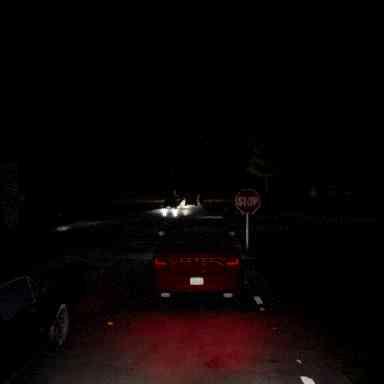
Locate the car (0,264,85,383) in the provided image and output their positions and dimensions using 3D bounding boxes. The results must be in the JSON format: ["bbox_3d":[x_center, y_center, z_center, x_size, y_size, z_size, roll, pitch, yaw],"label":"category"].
[{"bbox_3d":[-2.800,1.598,3.498,1.895,1.301,4.718,0,0,1],"label":"car"}]

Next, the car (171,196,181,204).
[{"bbox_3d":[-3.102,1.501,66.262,1.882,1.535,5.008,0,0,0],"label":"car"}]

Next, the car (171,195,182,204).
[{"bbox_3d":[-3.071,1.361,56.642,2.097,1.767,4.553,0,0,0],"label":"car"}]

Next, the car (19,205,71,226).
[{"bbox_3d":[-11.741,1.705,25.136,5.008,1.535,1.882,-1,1,0],"label":"car"}]

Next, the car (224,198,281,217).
[{"bbox_3d":[5.225,1.316,28.870,4.892,1.490,1.837,-2,1,0],"label":"car"}]

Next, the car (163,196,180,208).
[{"bbox_3d":[-3.015,1.601,46.822,1.895,1.301,4.718,0,0,-1],"label":"car"}]

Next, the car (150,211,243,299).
[{"bbox_3d":[0.121,1.473,8.524,1.882,1.535,5.008,0,0,1],"label":"car"}]

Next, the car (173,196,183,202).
[{"bbox_3d":[-3.177,1.596,76.100,1.994,1.385,4.181,0,0,0],"label":"car"}]

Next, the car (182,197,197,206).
[{"bbox_3d":[-0.158,1.572,55.708,1.994,1.385,4.181,0,0,-1],"label":"car"}]
